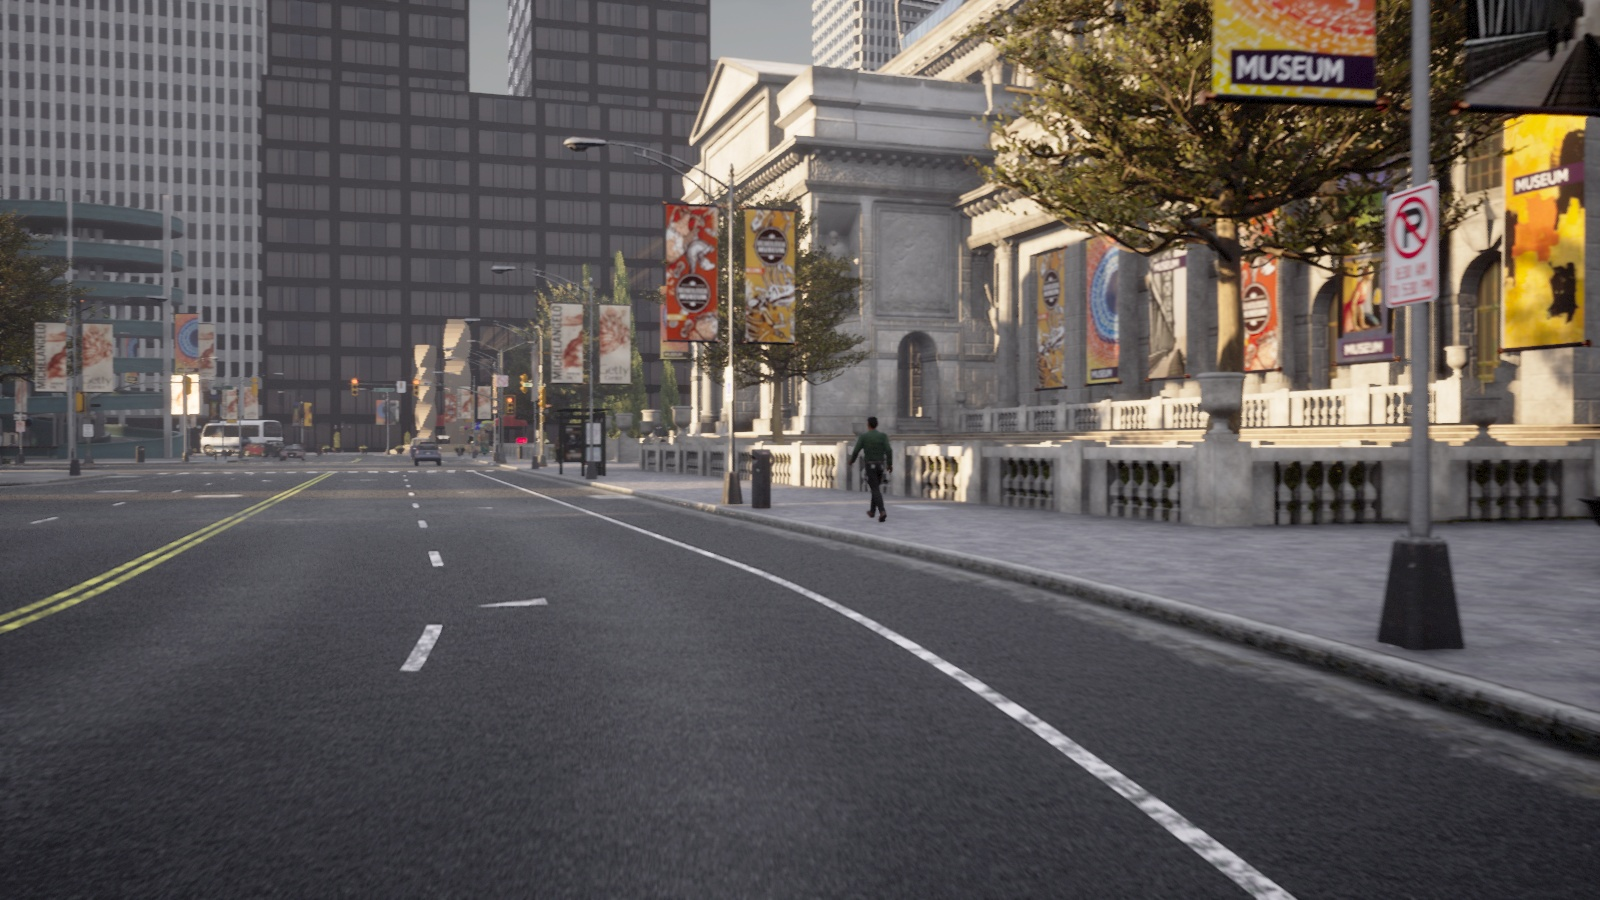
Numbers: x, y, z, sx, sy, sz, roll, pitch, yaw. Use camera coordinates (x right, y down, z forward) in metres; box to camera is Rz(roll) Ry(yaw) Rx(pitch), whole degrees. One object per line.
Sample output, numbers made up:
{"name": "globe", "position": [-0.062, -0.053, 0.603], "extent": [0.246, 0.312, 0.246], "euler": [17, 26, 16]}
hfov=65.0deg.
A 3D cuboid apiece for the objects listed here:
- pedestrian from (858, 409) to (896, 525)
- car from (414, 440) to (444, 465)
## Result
{"name": "pedestrian", "position": [1.309, 0.282, 21.459], "extent": [0.423, 1.949, 0.788], "euler": [0, 0, -15]}
{"name": "car", "position": [-25.347, 0.163, 85.814], "extent": [1.851, 1.617, 3.988], "euler": [0, 0, -18]}
